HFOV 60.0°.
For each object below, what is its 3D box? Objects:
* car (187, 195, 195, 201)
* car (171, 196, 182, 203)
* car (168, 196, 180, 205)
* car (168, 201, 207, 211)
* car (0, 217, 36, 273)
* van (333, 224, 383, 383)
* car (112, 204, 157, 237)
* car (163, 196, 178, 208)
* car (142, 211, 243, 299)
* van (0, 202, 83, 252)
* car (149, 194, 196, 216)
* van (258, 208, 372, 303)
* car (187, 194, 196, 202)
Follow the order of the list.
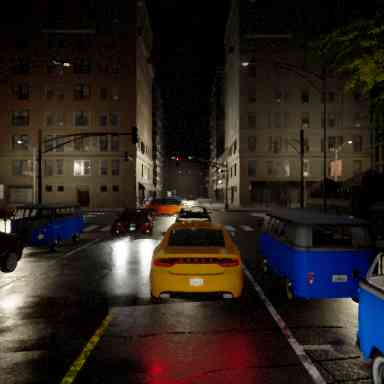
[{"bbox_3d":[-0.313,1.583,89.168,1.895,1.301,4.718,0,0,-1],"label":"car"},{"bbox_3d":[-3.141,1.522,69.651,2.033,1.411,5.357,0,0,-1],"label":"car"},{"bbox_3d":[-3.124,1.460,59.062,1.882,1.535,5.008,0,0,0],"label":"car"},{"bbox_3d":[0.075,1.486,17.919,2.128,1.511,4.902,0,0,0],"label":"car"},{"bbox_3d":[-5.822,1.544,7.940,1.887,1.381,4.507,0,0,0],"label":"car"},{"bbox_3d":[2.679,1.341,2.255,1.690,1.788,3.998,0,0,0],"label":"van"},{"bbox_3d":[-3.026,1.559,17.832,1.994,1.385,4.181,0,0,-6],"label":"car"},{"bbox_3d":[-3.050,1.463,48.878,1.882,1.535,5.008,0,0,0],"label":"car"},{"bbox_3d":[0.114,1.477,8.500,1.882,1.535,5.008,0,0,1],"label":"car"},{"bbox_3d":[-5.796,1.338,13.600,1.690,1.788,3.998,0,0,0],"label":"van"},{"bbox_3d":[-1.758,1.330,28.950,4.553,1.767,2.097,0,0,-1],"label":"car"},{"bbox_3d":[2.704,1.340,7.912,1.690,1.788,3.998,0,0,0],"label":"van"},{"bbox_3d":[-0.227,1.339,79.387,2.097,1.767,4.553,0,0,-1],"label":"car"}]
